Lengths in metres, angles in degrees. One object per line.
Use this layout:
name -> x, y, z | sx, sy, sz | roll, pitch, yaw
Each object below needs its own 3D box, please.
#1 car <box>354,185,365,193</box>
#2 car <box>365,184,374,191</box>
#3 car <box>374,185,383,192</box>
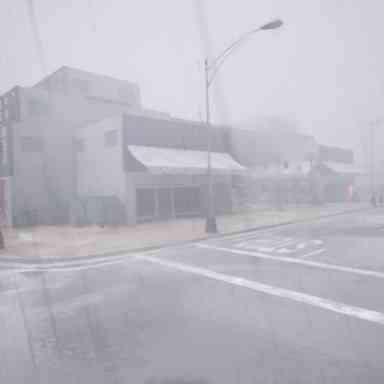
car -> 33.022, -0.429, 67.693 | 3.806, 1.475, 1.970 | -2, 1, -45
car -> 42.921, -1.006, 81.959 | 4.605, 1.855, 1.932 | -2, 1, -45
car -> 40.621, -0.617, 70.000 | 4.514, 1.523, 2.007 | -2, 1, -45
